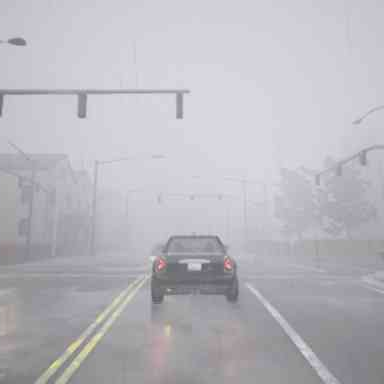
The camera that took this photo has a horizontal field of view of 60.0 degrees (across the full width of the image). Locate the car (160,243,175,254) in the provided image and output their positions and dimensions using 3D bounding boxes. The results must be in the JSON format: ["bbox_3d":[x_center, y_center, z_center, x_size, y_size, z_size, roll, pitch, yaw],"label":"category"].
[{"bbox_3d":[-3.597,8.359,49.265,1.837,1.490,4.892,0,-9,0],"label":"car"}]

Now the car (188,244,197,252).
[{"bbox_3d":[0.083,11.036,65.923,1.837,1.490,4.892,0,-9,0],"label":"car"}]

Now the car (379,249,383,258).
[{"bbox_3d":[16.496,4.348,24.489,5.008,1.535,1.882,0,-9,1],"label":"car"}]

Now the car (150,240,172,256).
[{"bbox_3d":[-3.604,6.612,39.364,2.097,1.767,4.553,0,-9,0],"label":"car"}]

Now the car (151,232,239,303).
[{"bbox_3d":[0.054,1.975,9.811,2.097,1.767,4.553,0,-6,0],"label":"car"}]
